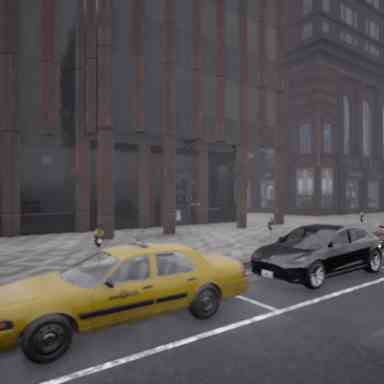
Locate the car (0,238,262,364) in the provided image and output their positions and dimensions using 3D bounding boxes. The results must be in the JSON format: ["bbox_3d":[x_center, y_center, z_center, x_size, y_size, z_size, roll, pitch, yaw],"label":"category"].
[{"bbox_3d":[-1.156,1.531,5.825,4.829,1.417,1.752,0,0,-35],"label":"car"}]

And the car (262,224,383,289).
[{"bbox_3d":[3.573,1.585,9.194,4.313,1.339,1.947,0,0,-35],"label":"car"}]
